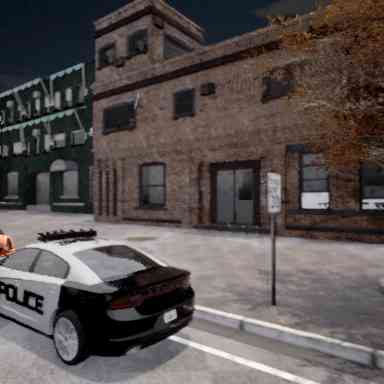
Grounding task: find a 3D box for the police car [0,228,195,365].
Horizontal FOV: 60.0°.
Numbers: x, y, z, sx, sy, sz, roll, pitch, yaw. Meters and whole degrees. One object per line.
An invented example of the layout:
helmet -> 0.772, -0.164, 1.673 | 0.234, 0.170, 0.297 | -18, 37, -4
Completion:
police car -> -2.370, 1.514, 6.126 | 5.238, 1.638, 1.930 | 0, -1, 37
